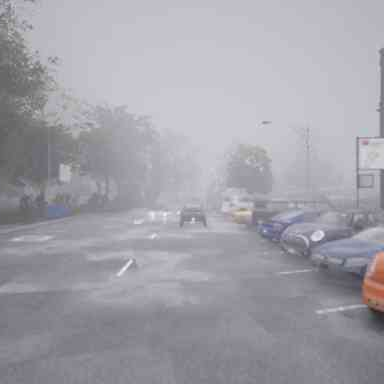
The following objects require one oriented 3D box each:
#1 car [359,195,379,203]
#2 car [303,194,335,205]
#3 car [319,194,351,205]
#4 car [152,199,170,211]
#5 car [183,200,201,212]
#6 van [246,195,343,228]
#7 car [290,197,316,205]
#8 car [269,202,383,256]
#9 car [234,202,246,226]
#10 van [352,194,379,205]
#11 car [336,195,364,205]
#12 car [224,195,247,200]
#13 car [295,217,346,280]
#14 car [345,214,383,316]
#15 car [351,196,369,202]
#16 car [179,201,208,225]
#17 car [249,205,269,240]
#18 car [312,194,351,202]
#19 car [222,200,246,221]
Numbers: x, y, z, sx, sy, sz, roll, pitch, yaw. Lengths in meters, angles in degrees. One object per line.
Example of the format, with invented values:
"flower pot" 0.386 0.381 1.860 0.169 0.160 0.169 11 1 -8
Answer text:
"car" 24.208 1.375 46.005 2.435 2.045 5.566 0 1 -21
"car" 23.936 1.430 62.952 2.435 2.045 5.566 0 -1 -21
"car" 26.997 1.431 62.991 2.435 2.045 5.566 1 -1 -22
"car" -3.874 1.619 42.026 1.837 1.490 4.892 0 0 2
"car" 0.104 1.717 41.143 1.895 1.301 4.718 0 0 4
"van" 5.482 1.308 17.812 4.442 1.987 1.878 1 0 -20
"car" 20.913 1.709 62.867 2.163 1.488 4.792 0 -1 -21
"car" 5.403 1.389 11.763 4.553 1.767 2.185 1 0 -20
"car" 5.373 1.581 20.768 4.674 1.452 2.002 1 0 -20
"van" 32.972 1.462 63.276 1.878 1.987 4.442 0 -1 -22
"car" 29.992 1.559 63.122 2.185 1.767 4.553 1 -1 -22
"car" 5.374 1.316 29.804 5.566 2.045 2.435 1 0 -20
"car" 5.367 1.546 8.754 4.674 1.452 2.002 1 0 -20
"car" 5.331 1.372 5.746 4.553 1.767 2.185 1 0 -20
"car" 21.243 1.654 45.922 2.163 1.488 4.792 0 1 -22
"car" 0.083 1.570 24.516 1.837 1.490 4.892 0 0 0
"car" 5.363 1.523 14.766 5.008 1.535 2.097 1 0 -20
"car" 18.328 1.372 45.805 2.435 2.045 5.566 0 1 -21
"car" 5.189 1.544 23.710 5.366 1.575 1.946 1 0 -20
